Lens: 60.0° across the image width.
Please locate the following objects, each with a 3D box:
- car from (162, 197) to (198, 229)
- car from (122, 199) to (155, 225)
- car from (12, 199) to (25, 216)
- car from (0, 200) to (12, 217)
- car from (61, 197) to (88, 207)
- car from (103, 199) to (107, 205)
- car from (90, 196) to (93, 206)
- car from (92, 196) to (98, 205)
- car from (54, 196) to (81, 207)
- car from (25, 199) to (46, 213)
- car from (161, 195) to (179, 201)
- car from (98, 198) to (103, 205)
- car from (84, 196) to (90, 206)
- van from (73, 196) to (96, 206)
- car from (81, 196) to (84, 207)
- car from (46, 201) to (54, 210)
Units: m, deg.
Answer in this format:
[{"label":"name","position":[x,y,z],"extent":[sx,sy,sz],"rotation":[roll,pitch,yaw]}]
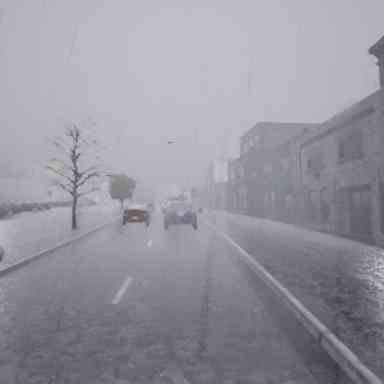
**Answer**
[{"label":"car","position":[-0.808,1.435,22.626],"extent":[2.097,1.767,4.553],"rotation":[0,0,-4]},{"label":"car","position":[-3.966,1.561,24.641],"extent":[1.882,1.535,5.008],"rotation":[0,0,-4]},{"label":"car","position":[-18.576,1.557,31.074],"extent":[4.892,1.521,2.231],"rotation":[0,0,-26]},{"label":"car","position":[-18.278,1.545,28.130],"extent":[4.892,1.521,2.231],"rotation":[0,0,-25]},{"label":"car","position":[-22.476,1.841,63.507],"extent":[4.553,1.767,2.185],"rotation":[0,-1,-27]},{"label":"car","position":[-25.102,2.585,84.109],"extent":[5.366,1.575,1.946],"rotation":[0,-2,-27]},{"label":"car","position":[-22.805,2.077,66.469],"extent":[4.674,1.452,2.002],"rotation":[0,-2,-27]},{"label":"car","position":[-23.138,1.865,69.450],"extent":[5.566,2.045,2.435],"rotation":[0,-2,-27]},{"label":"car","position":[-21.372,1.786,54.656],"extent":[5.008,1.535,2.097],"rotation":[0,-1,-27]},{"label":"car","position":[-19.256,1.585,36.948],"extent":[5.008,1.535,2.097],"rotation":[0,-1,-26]},{"label":"car","position":[-2.548,1.428,40.821],"extent":[2.150,2.045,5.566],"rotation":[0,0,-6]},{"label":"car","position":[-23.896,2.037,75.325],"extent":[5.566,2.045,2.435],"rotation":[0,-2,-27]},{"label":"car","position":[-21.928,1.896,60.654],"extent":[5.366,1.575,1.946],"rotation":[0,-1,-27]},{"label":"van","position":[-23.414,1.975,72.440],"extent":[4.442,1.987,1.878],"rotation":[0,-2,-27]},{"label":"car","position":[-21.767,1.714,57.599],"extent":[4.553,1.767,2.185],"rotation":[0,-1,-27]},{"label":"car","position":[-19.606,1.604,39.890],"extent":[5.008,1.535,2.097],"rotation":[0,-1,-27]}]
